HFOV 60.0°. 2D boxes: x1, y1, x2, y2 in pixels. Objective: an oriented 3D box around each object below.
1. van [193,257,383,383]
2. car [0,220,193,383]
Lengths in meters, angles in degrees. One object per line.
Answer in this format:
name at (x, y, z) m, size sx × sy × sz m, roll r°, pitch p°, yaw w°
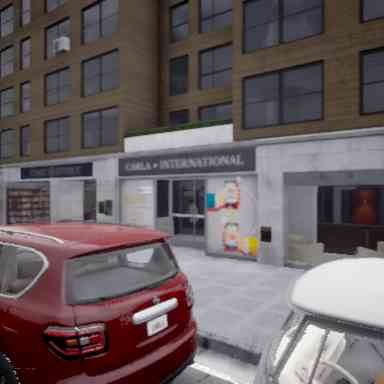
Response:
van at (2.138, 1.342, 1.348) m, size 3.998 × 1.788 × 1.690 m, roll 0°, pitch 0°, yaw 36°
car at (-2.266, 1.315, 4.484) m, size 5.009 × 1.841 × 2.192 m, roll 0°, pitch 0°, yaw 36°
